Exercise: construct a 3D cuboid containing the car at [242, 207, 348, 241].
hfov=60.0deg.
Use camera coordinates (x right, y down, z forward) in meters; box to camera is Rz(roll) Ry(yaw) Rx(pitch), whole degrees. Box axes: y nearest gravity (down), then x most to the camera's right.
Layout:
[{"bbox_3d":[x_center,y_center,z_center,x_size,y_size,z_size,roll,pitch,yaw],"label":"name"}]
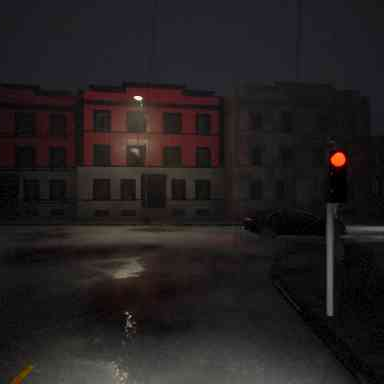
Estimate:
[{"bbox_3d":[4.898,1.491,16.050,4.902,1.511,2.128,0,0,0],"label":"car"}]
